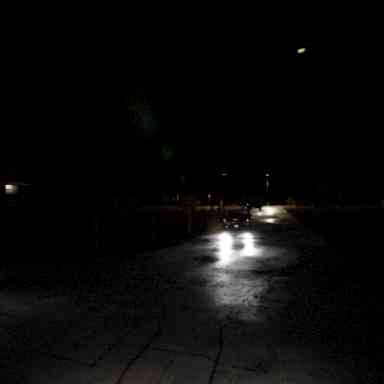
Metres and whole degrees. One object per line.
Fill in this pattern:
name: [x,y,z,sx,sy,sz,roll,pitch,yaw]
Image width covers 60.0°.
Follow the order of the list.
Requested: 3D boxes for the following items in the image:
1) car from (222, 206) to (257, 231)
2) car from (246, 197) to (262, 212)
car: [3.263,1.879,23.158,1.895,1.301,4.718,-1,-1,13]
car: [9.280,1.800,49.647,2.150,2.045,5.566,-1,-1,13]
